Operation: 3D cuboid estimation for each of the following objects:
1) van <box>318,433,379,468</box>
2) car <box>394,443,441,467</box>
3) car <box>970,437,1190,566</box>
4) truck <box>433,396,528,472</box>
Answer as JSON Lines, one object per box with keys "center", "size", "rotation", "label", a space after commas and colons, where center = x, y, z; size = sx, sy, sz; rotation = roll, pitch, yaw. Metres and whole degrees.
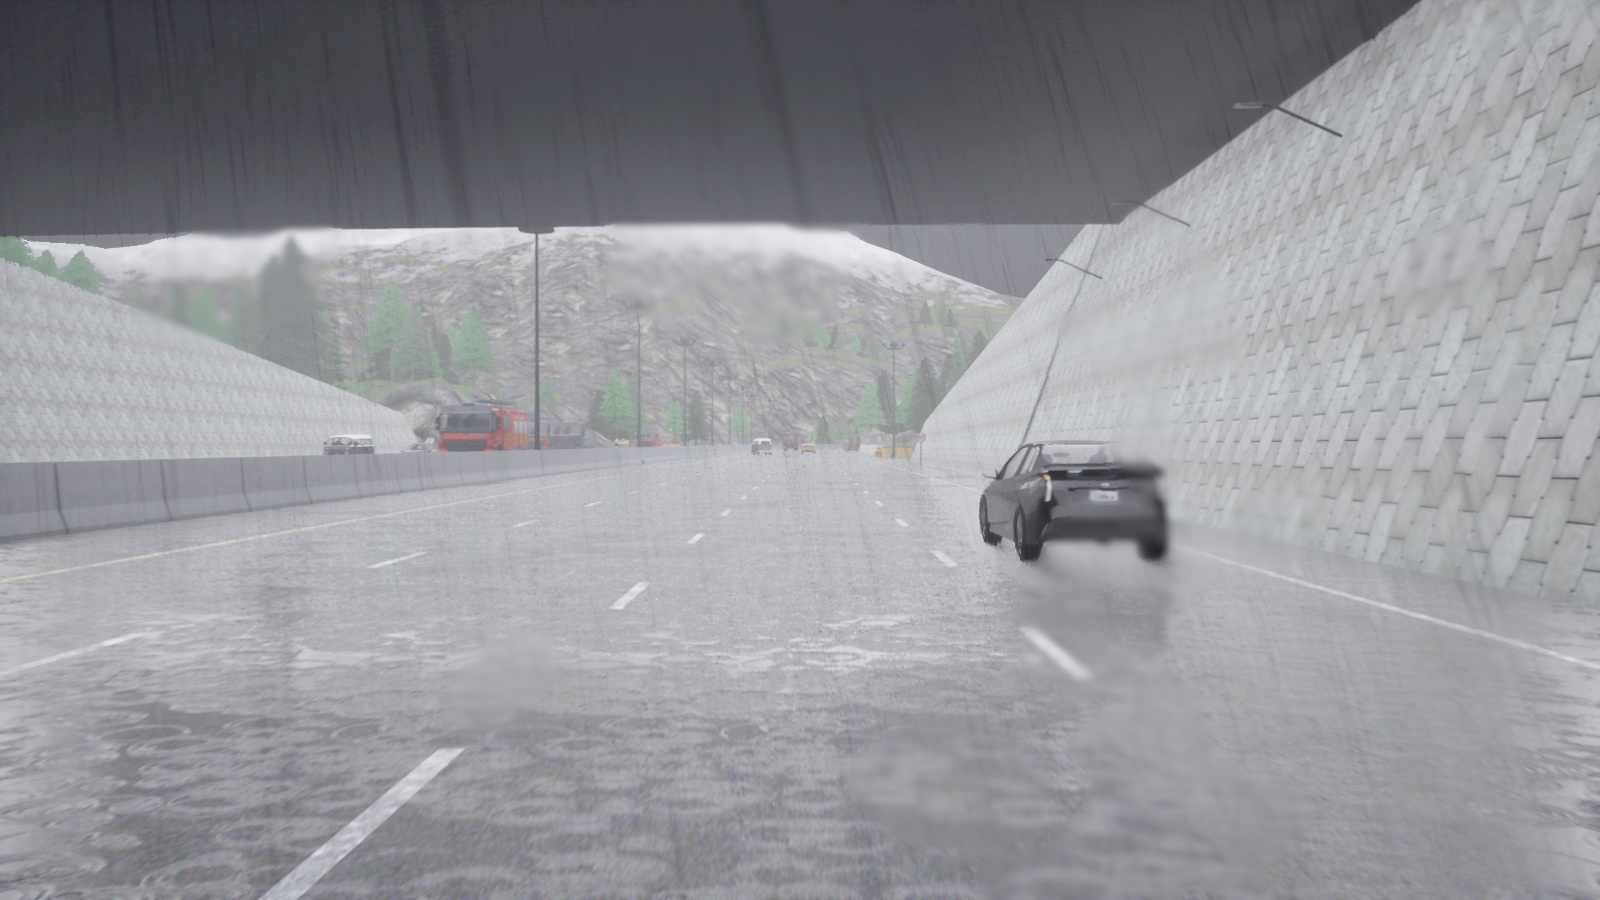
{"center": [-27.493, 0.016, 76.599], "size": [2.069, 2.038, 4.480], "rotation": [0, 0, 0], "label": "van"}
{"center": [-23.978, 0.297, 78.833], "size": [1.845, 1.501, 3.633], "rotation": [0, 0, 0], "label": "car"}
{"center": [3.613, 0.600, 17.089], "size": [2.007, 1.525, 4.514], "rotation": [0, 0, 0], "label": "car"}
{"center": [-17.052, -0.813, 67.681], "size": [2.891, 3.827, 8.468], "rotation": [0, 0, 0], "label": "truck"}
